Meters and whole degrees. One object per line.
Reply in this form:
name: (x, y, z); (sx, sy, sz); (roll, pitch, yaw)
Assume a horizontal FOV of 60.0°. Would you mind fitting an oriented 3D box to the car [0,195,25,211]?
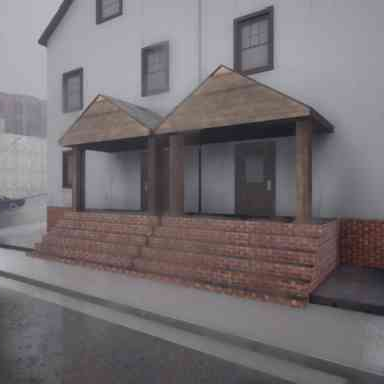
car: (-15.508, 1.009, 25.414); (1.895, 1.301, 4.718); (0, 6, 35)
